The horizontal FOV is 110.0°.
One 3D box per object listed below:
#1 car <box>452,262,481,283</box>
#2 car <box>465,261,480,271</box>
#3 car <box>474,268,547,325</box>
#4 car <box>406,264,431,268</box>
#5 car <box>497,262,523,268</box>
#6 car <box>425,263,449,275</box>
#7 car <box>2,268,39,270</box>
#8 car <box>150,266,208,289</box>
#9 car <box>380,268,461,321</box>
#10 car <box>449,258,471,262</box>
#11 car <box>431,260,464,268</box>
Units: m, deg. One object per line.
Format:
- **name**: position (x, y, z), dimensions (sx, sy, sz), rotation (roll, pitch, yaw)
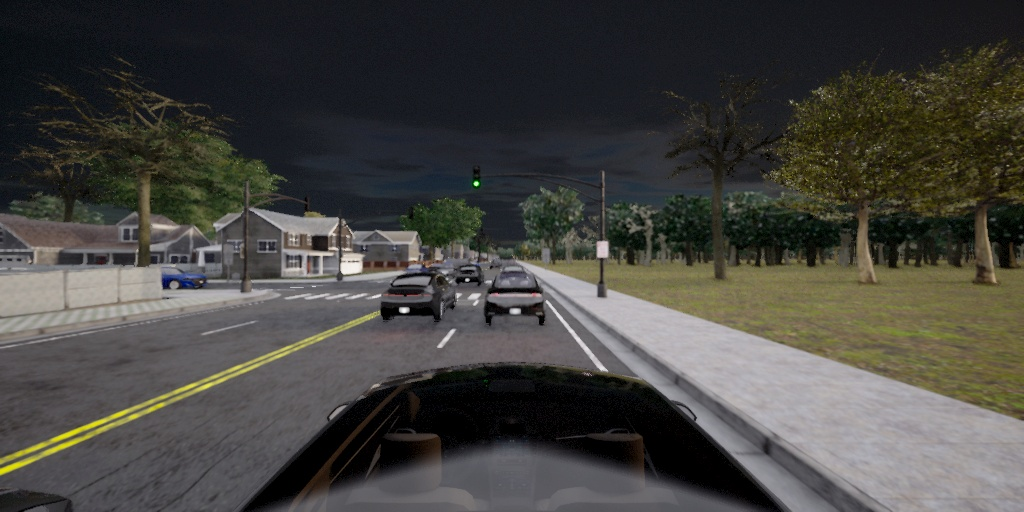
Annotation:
- **car**: position (-3.149, 1.454, 27.699), dimensions (1.837, 1.490, 4.892), rotation (0, 0, 0)
- **car**: position (-6.529, 1.646, 59.145), dimensions (1.882, 1.535, 5.008), rotation (0, 0, 1)
- **car**: position (0.100, 1.322, 12.234), dimensions (2.128, 1.511, 4.902), rotation (0, -1, 0)
- **car**: position (-9.848, 1.541, 37.016), dimensions (1.812, 1.442, 4.674), rotation (0, 0, 0)
- **car**: position (0.098, 1.427, 27.706), dimensions (1.882, 1.535, 5.008), rotation (0, 0, 0)
- **car**: position (-9.837, 1.636, 47.629), dimensions (2.033, 1.411, 5.357), rotation (0, 0, 0)
- **car**: position (-32.053, 1.490, 23.412), dimensions (4.674, 1.442, 1.812), rotation (0, 0, 0)
- **car**: position (-22.745, 1.426, 23.382), dimensions (5.008, 1.535, 1.882), rotation (0, 0, 0)
- **car**: position (-3.162, 1.341, 12.837), dimensions (1.837, 1.490, 4.892), rotation (0, 0, -1)
- **car**: position (-6.601, 1.312, 47.872), dimensions (2.150, 2.045, 5.566), rotation (0, 0, 0)
- **car**: position (-6.597, 1.509, 37.265), dimensions (2.128, 1.511, 4.902), rotation (0, 0, 0)
